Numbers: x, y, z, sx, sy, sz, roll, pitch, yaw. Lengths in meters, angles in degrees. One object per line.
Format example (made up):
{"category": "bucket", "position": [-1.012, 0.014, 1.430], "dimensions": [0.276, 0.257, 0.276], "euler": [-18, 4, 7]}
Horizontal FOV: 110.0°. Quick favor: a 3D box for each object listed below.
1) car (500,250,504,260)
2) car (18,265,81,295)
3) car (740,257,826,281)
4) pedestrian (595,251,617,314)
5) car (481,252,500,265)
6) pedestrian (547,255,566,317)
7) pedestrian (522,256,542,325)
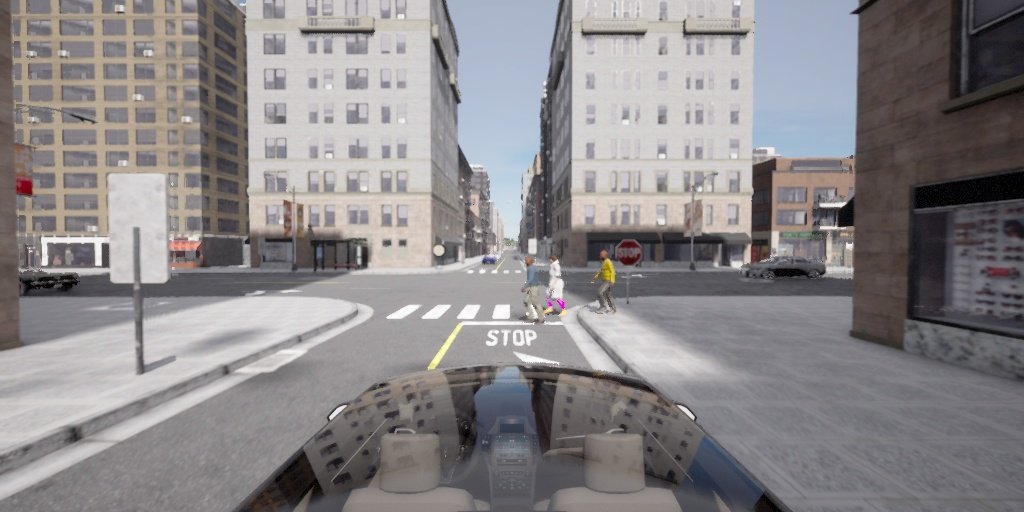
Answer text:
{"category": "car", "position": [-2.930, 0.080, 63.180], "dimensions": [1.812, 1.442, 4.674], "euler": [0, 1, 1]}
{"category": "car", "position": [-23.500, 1.091, 16.812], "dimensions": [4.718, 1.301, 1.895], "euler": [0, 1, 0]}
{"category": "car", "position": [17.676, 0.782, 23.513], "dimensions": [4.902, 1.511, 2.128], "euler": [0, 1, 0]}
{"category": "pedestrian", "position": [2.647, 0.725, 10.118], "dimensions": [0.375, 1.860, 0.375], "euler": [0, 1, 0]}
{"category": "car", "position": [-2.983, 0.457, 47.488], "dimensions": [1.895, 1.301, 4.718], "euler": [0, 1, 0]}
{"category": "pedestrian", "position": [1.315, 0.864, 10.722], "dimensions": [0.375, 1.860, 0.375], "euler": [0, 1, 0]}
{"category": "pedestrian", "position": [0.522, 0.888, 9.522], "dimensions": [0.375, 1.860, 0.375], "euler": [0, 1, 0]}
